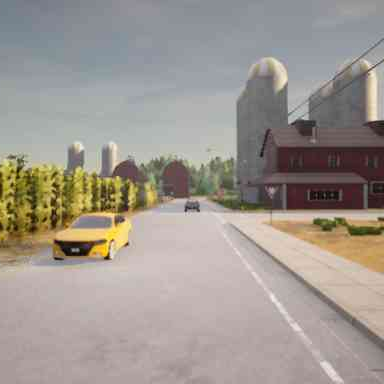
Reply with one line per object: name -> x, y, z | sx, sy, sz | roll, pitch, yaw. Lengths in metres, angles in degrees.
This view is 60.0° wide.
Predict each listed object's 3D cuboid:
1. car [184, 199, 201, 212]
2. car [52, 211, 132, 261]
car -> 0.051, 1.639, 41.602 | 2.128, 1.511, 4.902 | 0, 0, 0
car -> -3.549, 1.523, 12.667 | 1.882, 1.535, 5.008 | 0, 0, 0
